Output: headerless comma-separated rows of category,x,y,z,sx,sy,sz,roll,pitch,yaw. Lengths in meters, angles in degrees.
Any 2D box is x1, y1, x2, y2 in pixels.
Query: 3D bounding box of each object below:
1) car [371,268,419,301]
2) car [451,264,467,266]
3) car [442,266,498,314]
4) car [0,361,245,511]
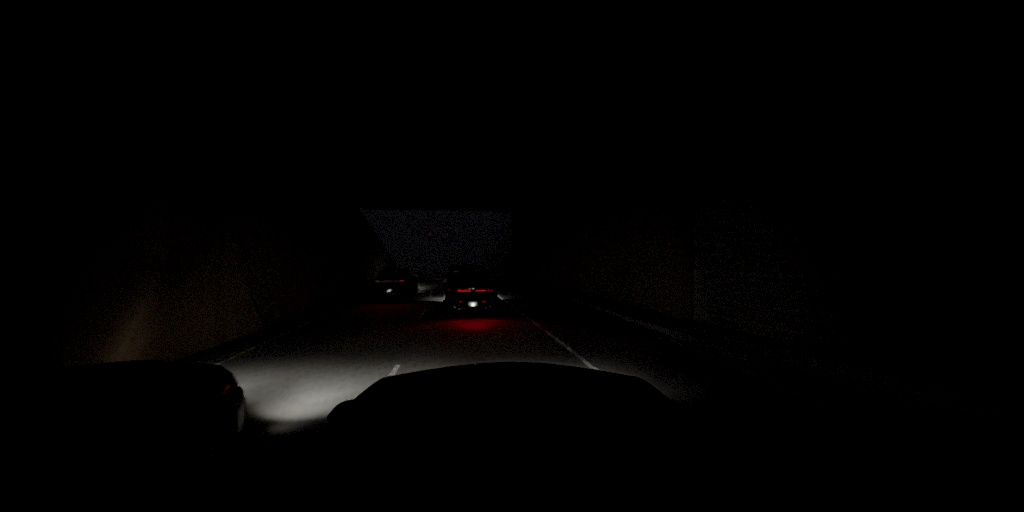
car,-5.943,1.375,18.508,2.128,1.511,4.902,0,0,-10
car,-4.636,1.467,31.151,1.837,1.490,4.892,0,0,-10
car,-1.683,1.345,14.267,1.837,1.490,4.892,0,0,-9
car,-3.626,1.267,1.673,1.837,1.490,4.892,0,-1,-1
